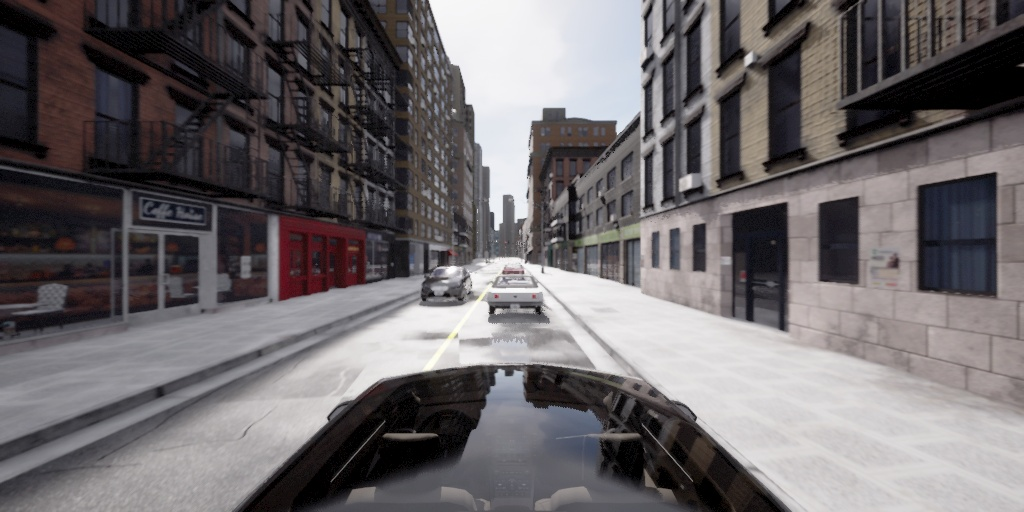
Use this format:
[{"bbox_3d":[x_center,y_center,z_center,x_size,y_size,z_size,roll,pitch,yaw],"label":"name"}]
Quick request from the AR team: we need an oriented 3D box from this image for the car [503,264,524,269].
[{"bbox_3d":[0.119,1.343,31.526,1.895,1.301,4.718,0,0,0],"label":"car"}]

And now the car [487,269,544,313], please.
[{"bbox_3d":[0.108,1.347,13.880,1.895,1.301,4.718,0,0,0],"label":"car"}]

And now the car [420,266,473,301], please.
[{"bbox_3d":[-2.990,1.260,17.147,2.128,1.511,4.902,0,0,0],"label":"car"}]
